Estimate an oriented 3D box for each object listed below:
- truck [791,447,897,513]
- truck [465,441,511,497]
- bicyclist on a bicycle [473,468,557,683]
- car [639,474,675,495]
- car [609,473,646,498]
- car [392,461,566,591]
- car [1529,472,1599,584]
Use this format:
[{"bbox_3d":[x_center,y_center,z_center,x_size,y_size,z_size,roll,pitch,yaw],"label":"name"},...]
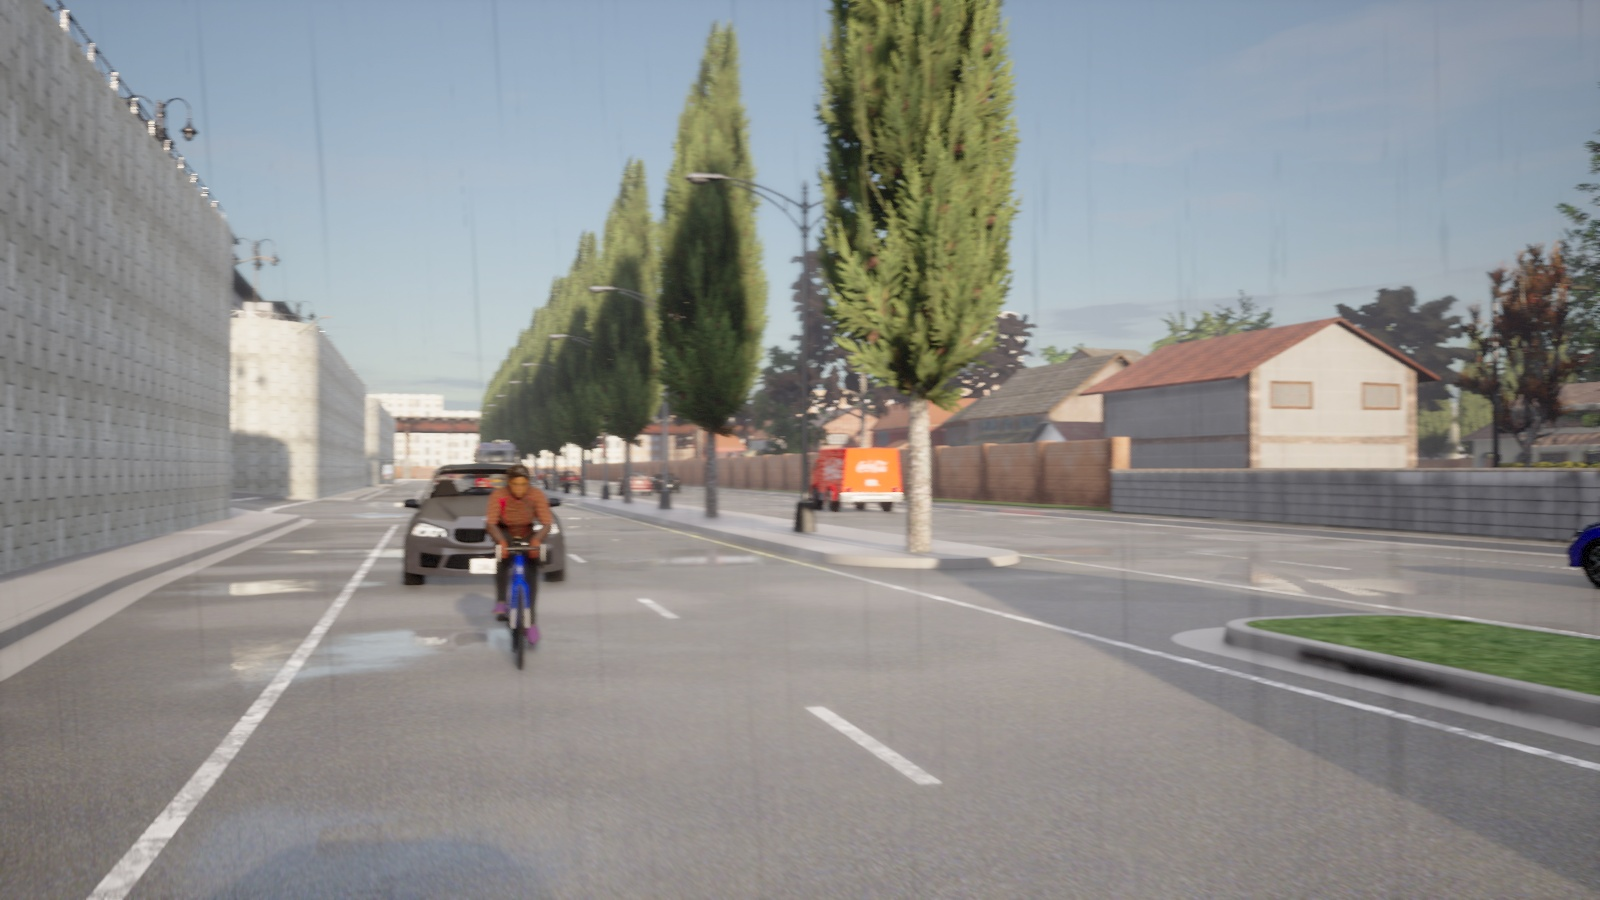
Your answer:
[{"bbox_3d":[1.658,1.161,49.527,2.627,2.467,5.204,0,-1,-17],"label":"truck"},{"bbox_3d":[-22.852,1.393,91.626,2.891,3.827,8.468,0,-1,-17],"label":"truck"},{"bbox_3d":[-2.388,0.965,10.414,0.582,1.620,1.656,0,-1,-16],"label":"bicyclist on a bicycle"},{"bbox_3d":[-10.253,2.438,89.610,1.816,1.474,4.193,0,-1,-17],"label":"car"},{"bbox_3d":[-11.007,2.243,79.861,1.789,1.549,3.705,0,-1,-17],"label":"car"},{"bbox_3d":[-4.897,1.016,18.934,2.242,1.667,4.611,0,0,-16],"label":"car"},{"bbox_3d":[11.702,1.008,15.828,1.816,1.474,4.193,0,-1,-17],"label":"car"}]
